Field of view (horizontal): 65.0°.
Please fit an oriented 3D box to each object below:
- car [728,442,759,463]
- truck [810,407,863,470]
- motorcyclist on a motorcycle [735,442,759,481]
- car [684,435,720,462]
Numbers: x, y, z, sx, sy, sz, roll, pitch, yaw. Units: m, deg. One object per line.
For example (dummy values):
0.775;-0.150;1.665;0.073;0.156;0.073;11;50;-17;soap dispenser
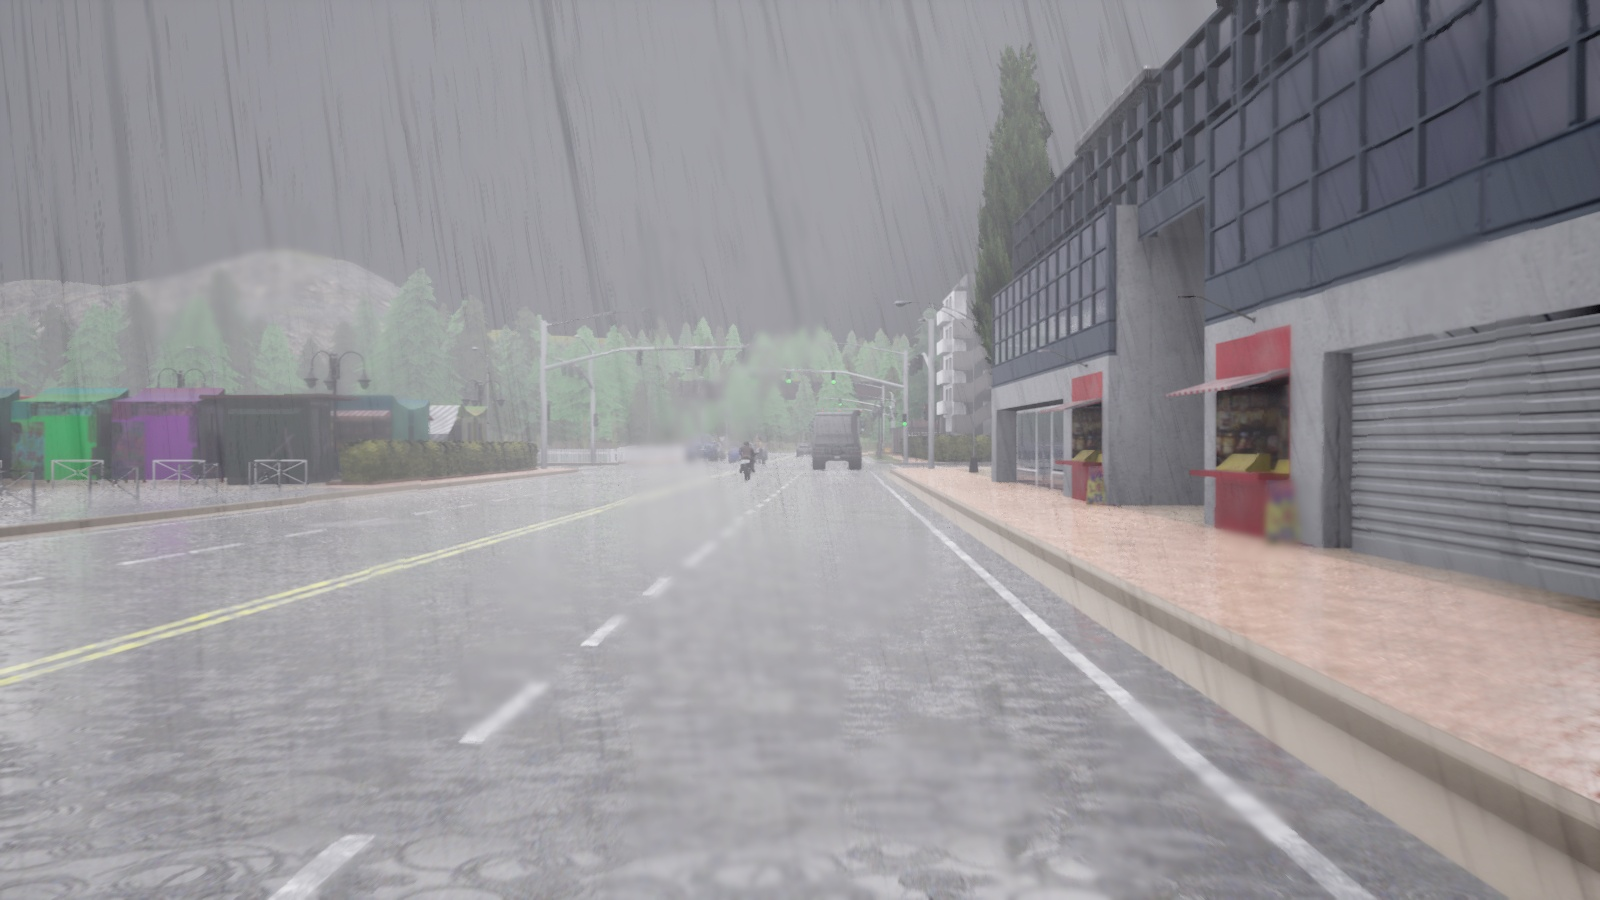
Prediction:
-4.223;0.159;94.086;2.007;1.525;4.514;0;0;2;car
2.146;-0.647;73.346;2.891;3.462;7.936;0;0;2;truck
-2.084;0.447;49.587;0.797;1.523;2.044;0;0;2;motorcyclist on a motorcycle
-7.607;-0.094;97.959;2.150;2.045;5.566;0;0;2;car
